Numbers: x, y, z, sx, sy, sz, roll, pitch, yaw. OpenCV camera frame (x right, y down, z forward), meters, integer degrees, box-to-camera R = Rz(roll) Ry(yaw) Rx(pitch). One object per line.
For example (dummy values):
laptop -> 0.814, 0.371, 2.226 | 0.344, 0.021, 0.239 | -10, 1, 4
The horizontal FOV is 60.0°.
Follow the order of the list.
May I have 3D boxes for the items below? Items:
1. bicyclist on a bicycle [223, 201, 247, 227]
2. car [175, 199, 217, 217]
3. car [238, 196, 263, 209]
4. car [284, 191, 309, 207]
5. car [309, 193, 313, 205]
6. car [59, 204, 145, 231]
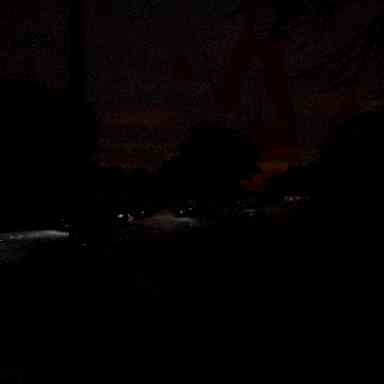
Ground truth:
bicyclist on a bicycle -> 2.623, 1.361, 20.481 | 1.656, 1.620, 0.582 | -1, 0, 36
car -> 0.444, 1.298, 28.649 | 1.812, 1.442, 4.674 | 1, 1, 34
car -> 6.885, 1.195, 38.844 | 1.812, 1.442, 4.674 | 1, 1, 30
car -> 14.062, 0.952, 45.389 | 2.150, 2.045, 5.566 | 1, 0, 27
car -> 18.633, 1.072, 55.028 | 2.150, 2.045, 5.566 | 1, -1, 23
car -> -5.339, 1.447, 20.575 | 2.033, 1.411, 5.357 | 1, 1, 37
